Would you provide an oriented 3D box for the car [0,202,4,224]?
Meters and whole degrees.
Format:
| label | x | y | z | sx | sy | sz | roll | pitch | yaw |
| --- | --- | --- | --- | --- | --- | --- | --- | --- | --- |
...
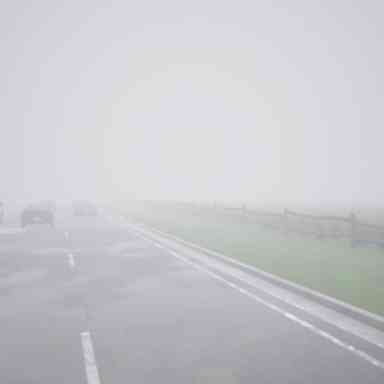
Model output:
| label | x | y | z | sx | sy | sz | roll | pitch | yaw |
| --- | --- | --- | --- | --- | --- | --- | --- | --- | --- |
| car | -13.835 | 1.264 | 21.754 | 2.150 | 2.045 | 5.566 | 0 | 0 | -22 |

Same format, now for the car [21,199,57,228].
| label | x | y | z | sx | sy | sz | roll | pitch | yaw |
| --- | --- | --- | --- | --- | --- | --- | --- | --- | --- |
| car | -10.547 | 1.512 | 22.960 | 1.882 | 1.535 | 5.008 | 0 | 0 | -22 |

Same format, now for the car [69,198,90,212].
| label | x | y | z | sx | sy | sz | roll | pitch | yaw |
| --- | --- | --- | --- | --- | --- | --- | --- | --- | --- |
| car | -13.807 | 1.543 | 40.536 | 2.128 | 1.511 | 4.902 | 0 | 0 | -22 |

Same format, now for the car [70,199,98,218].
| label | x | y | z | sx | sy | sz | roll | pitch | yaw |
| --- | --- | --- | --- | --- | --- | --- | --- | --- | --- |
| car | -9.901 | 1.602 | 30.771 | 1.994 | 1.385 | 4.181 | 0 | 0 | -22 |

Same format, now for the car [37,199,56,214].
| label | x | y | z | sx | sy | sz | roll | pitch | yaw |
| --- | --- | --- | --- | --- | --- | --- | --- | --- | --- |
| car | -16.443 | 1.559 | 37.699 | 1.837 | 1.490 | 4.892 | 0 | 0 | -22 |
